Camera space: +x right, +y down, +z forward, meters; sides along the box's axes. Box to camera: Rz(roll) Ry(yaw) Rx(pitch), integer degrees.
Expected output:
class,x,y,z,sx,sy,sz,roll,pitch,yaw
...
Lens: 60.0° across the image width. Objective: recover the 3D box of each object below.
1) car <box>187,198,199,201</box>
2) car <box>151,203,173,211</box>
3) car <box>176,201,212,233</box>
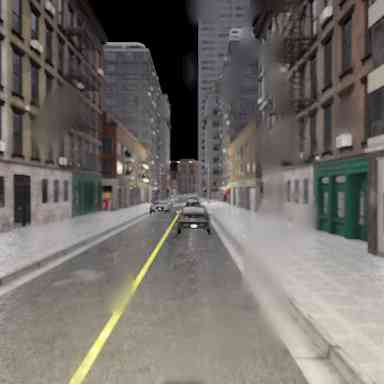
class,x,y,z,sx,sy,sz,roll,pitch,yaw
car,0.106,1.513,39.597,1.837,1.490,4.892,0,0,0
car,-2.744,1.273,30.425,1.994,1.385,4.181,0,0,0
car,0.103,1.504,19.540,1.837,1.490,4.892,0,0,0
